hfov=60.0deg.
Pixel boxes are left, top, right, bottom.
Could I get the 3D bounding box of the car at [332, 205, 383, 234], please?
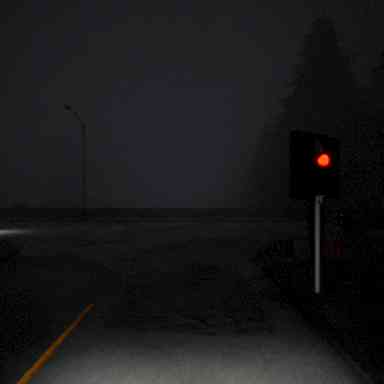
[{"bbox_3d":[10.372,1.475,18.442,4.902,1.511,2.128,0,0,0],"label":"car"}]
